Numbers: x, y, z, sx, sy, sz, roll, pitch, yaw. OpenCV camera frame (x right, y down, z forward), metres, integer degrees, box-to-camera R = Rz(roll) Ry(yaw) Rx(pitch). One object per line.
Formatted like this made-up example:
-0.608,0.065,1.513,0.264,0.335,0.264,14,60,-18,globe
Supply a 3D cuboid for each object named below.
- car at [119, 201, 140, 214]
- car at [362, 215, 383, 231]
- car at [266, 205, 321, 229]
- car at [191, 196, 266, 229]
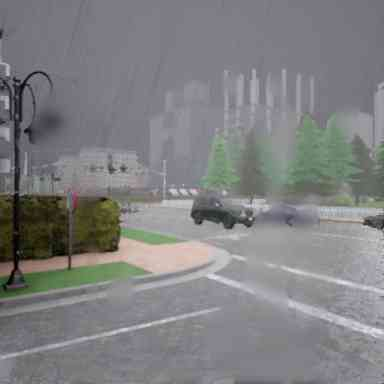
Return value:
-7.612,1.715,37.321,1.895,1.301,4.718,0,0,-34,car
13.024,1.665,19.536,2.033,1.411,5.357,0,0,-34,car
6.532,1.637,22.881,1.812,1.442,4.674,0,0,-34,car
2.091,1.323,22.877,2.150,2.045,5.566,0,0,-34,car
